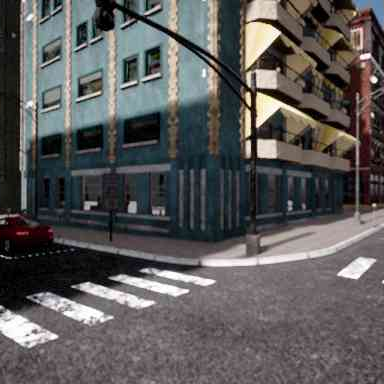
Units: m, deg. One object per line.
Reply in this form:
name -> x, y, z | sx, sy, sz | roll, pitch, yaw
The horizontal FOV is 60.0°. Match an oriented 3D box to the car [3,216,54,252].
car -> -7.425, 1.678, 14.100 | 4.206, 1.307, 1.802 | 0, 0, 40

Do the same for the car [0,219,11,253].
car -> -7.924, 1.627, 10.752 | 5.357, 1.411, 2.033 | 0, 0, 44
